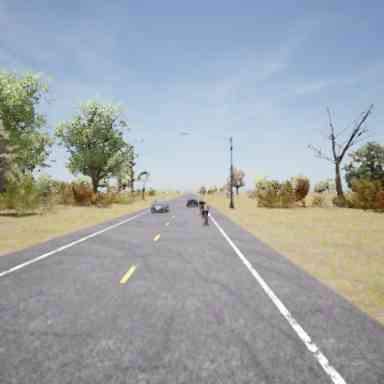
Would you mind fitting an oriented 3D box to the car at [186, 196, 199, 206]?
[{"bbox_3d":[0.103,1.603,55.744,1.837,1.490,4.892,0,0,0],"label":"car"}]

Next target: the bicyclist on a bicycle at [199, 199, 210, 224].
[{"bbox_3d":[0.967,1.498,23.254,0.582,1.620,1.656,0,0,0],"label":"bicyclist on a bicycle"}]

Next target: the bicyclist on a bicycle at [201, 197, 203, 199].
[{"bbox_3d":[0.969,1.433,33.495,0.659,1.776,1.843,0,0,0],"label":"bicyclist on a bicycle"}]

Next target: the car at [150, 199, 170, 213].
[{"bbox_3d":[-3.581,1.561,37.783,2.128,1.511,4.902,0,0,0],"label":"car"}]

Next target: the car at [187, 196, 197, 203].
[{"bbox_3d":[0.012,1.664,74.130,2.033,1.411,5.357,0,0,0],"label":"car"}]
